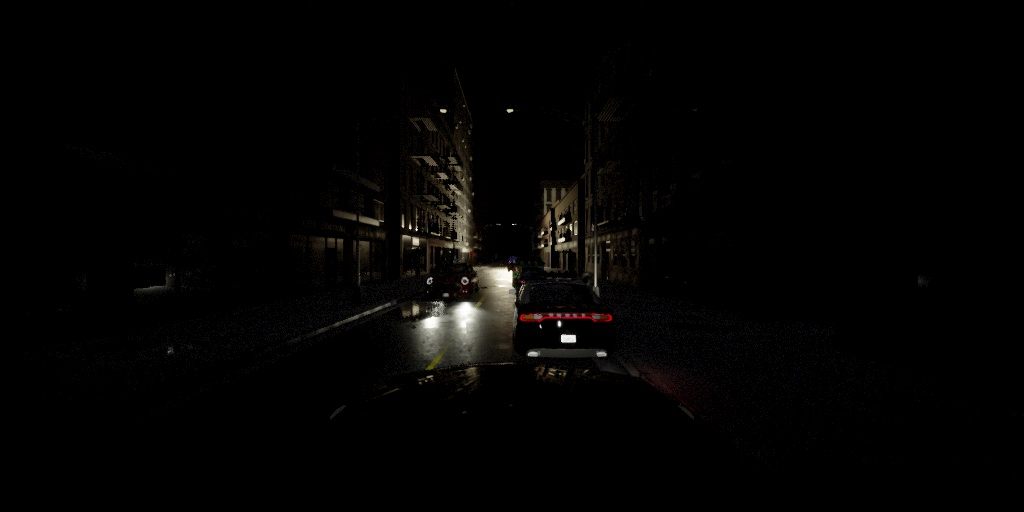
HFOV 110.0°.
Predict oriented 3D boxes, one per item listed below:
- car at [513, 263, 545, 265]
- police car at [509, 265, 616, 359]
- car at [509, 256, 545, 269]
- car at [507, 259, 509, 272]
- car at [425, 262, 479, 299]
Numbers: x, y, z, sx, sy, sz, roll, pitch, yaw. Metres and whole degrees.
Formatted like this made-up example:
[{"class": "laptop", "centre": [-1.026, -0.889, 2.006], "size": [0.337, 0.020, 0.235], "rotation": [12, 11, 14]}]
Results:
[{"class": "car", "centre": [1.041, 1.285, 18.460], "size": [1.812, 1.442, 4.674], "rotation": [0, 0, 0]}, {"class": "police car", "centre": [0.963, 1.176, 8.569], "size": [1.930, 1.638, 5.238], "rotation": [0, 0, 0]}, {"class": "car", "centre": [1.089, 0.993, 24.490], "size": [2.150, 2.045, 5.566], "rotation": [0, 0, 0]}, {"class": "car", "centre": [0.393, 1.437, 47.056], "size": [1.895, 1.301, 4.718], "rotation": [0, 0, 1]}, {"class": "car", "centre": [-2.865, 1.110, 17.871], "size": [2.097, 1.767, 4.553], "rotation": [0, 0, 0]}]
